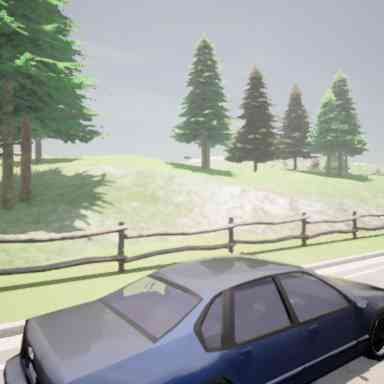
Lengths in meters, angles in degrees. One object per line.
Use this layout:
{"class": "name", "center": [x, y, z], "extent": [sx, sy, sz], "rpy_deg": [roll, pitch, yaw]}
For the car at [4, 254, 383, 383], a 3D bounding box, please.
{"class": "car", "center": [0.709, 1.569, 4.254], "extent": [5.357, 1.411, 2.033], "rpy_deg": [0, 0, -36]}
